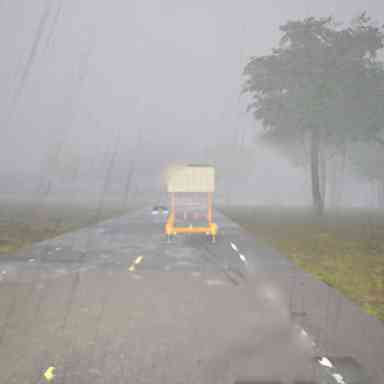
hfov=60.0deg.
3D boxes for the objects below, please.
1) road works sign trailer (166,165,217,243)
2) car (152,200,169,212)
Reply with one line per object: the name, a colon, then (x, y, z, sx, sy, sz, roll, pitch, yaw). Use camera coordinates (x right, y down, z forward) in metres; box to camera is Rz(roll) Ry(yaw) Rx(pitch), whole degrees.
road works sign trailer: (-0.037, 0.466, 16.191, 2.380, 3.560, 2.880, 0, 0, 0)
car: (-3.829, 1.656, 41.604, 2.033, 1.411, 5.357, 0, 0, -1)
